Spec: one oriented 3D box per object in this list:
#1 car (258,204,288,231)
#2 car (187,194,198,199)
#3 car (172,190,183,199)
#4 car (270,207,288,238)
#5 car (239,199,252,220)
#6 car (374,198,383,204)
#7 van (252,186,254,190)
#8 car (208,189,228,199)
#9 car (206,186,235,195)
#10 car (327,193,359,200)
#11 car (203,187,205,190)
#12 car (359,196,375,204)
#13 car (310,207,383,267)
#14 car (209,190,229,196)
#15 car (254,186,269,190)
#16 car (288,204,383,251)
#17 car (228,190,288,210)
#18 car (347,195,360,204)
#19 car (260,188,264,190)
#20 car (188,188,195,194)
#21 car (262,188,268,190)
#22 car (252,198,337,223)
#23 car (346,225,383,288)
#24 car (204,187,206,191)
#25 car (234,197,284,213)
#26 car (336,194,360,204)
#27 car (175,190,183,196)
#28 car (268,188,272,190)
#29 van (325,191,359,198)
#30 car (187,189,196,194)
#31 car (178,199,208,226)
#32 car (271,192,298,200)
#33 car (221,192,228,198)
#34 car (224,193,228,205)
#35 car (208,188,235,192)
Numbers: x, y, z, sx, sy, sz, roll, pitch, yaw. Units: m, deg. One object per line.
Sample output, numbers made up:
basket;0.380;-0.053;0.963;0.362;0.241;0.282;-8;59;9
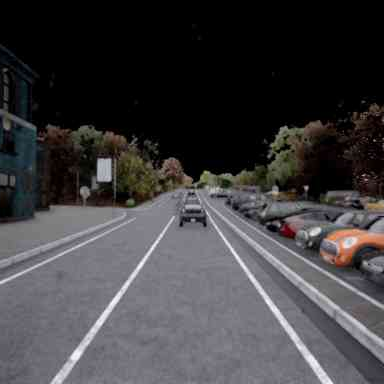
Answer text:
car;6.533;1.644;18.965;4.792;1.488;2.163;0;0;0
car;0.043;1.411;43.969;2.128;1.511;4.902;0;0;0
car;-3.351;0.713;71.016;2.128;1.511;4.902;0;2;0
car;6.570;1.658;16.178;4.792;1.488;2.163;0;0;0
car;6.598;1.551;27.335;4.792;1.488;2.163;0;1;0
car;19.914;1.459;30.068;5.366;1.575;1.946;0;1;0
van;20.026;-0.317;93.255;4.442;1.987;1.878;0;2;0
car;6.667;0.711;73.859;4.792;1.488;2.163;0;2;0
car;6.762;0.211;79.395;5.566;2.045;2.435;0;2;0
car;19.818;1.192;41.351;4.674;1.452;2.002;0;2;0
car;6.645;-0.091;93.397;5.366;1.575;1.946;0;2;0
car;19.935;1.396;32.863;5.366;1.575;1.946;0;1;0
car;6.530;1.504;10.610;4.553;1.767;2.185;0;0;0
car;6.779;0.244;84.953;4.892;1.521;2.231;0;2;0
car;19.899;-0.121;87.596;5.566;2.045;2.435;0;2;0
car;6.551;1.508;13.390;4.553;1.767;2.185;0;0;0
car;6.698;1.154;32.895;5.566;2.045;2.435;0;1;0
car;19.800;1.356;35.656;4.792;1.488;2.163;0;2;0
car;19.647;0.346;82.072;5.366;1.575;1.946;0;2;0
car;-0.099;-0.263;94.537;1.812;1.442;4.674;0;2;0
car;19.811;0.498;79.304;4.674;1.452;2.002;0;2;0
car;6.553;1.466;21.752;4.553;1.767;2.185;0;1;0
car;6.480;1.658;7.822;4.674;1.452;2.002;0;-1;0
car;6.606;0.130;87.728;5.366;1.575;1.946;0;2;0
car;6.642;1.470;30.113;4.892;1.521;2.231;0;1;0
car;19.796;1.281;38.567;4.674;1.452;2.002;0;2;0
car;-3.357;0.147;86.840;1.812;1.442;4.674;0;2;0
car;19.808;0.546;73.886;4.553;1.767;2.185;0;2;0
van;19.709;0.842;44.015;4.442;1.987;1.878;-1;2;0
car;-0.109;0.069;84.475;2.097;1.767;4.553;0;2;0
car;0.073;1.556;24.010;1.837;1.490;4.892;0;1;0
car;19.752;0.781;71.122;5.008;1.535;2.097;0;2;0
car;6.726;1.103;44.040;4.792;1.488;2.163;0;2;0
car;6.763;1.192;41.258;4.792;1.488;2.163;0;2;0
car;6.721;0.572;76.631;5.008;1.535;2.097;0;2;0
